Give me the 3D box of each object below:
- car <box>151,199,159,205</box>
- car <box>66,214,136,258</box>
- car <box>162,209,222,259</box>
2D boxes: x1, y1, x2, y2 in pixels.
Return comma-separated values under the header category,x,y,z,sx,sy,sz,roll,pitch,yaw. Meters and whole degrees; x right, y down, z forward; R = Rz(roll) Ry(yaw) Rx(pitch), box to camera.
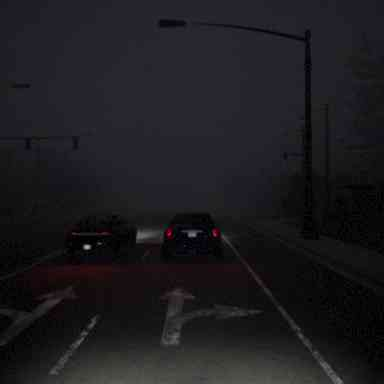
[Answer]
category,x,y,z,sx,sy,sz,roll,pitch,yaw
car,-10.464,2.803,93.362,1.812,1.442,4.674,0,0,0
car,-3.479,1.647,13.492,2.128,1.511,4.902,0,-1,0
car,0.022,1.505,13.424,2.097,1.767,4.553,0,-1,0
